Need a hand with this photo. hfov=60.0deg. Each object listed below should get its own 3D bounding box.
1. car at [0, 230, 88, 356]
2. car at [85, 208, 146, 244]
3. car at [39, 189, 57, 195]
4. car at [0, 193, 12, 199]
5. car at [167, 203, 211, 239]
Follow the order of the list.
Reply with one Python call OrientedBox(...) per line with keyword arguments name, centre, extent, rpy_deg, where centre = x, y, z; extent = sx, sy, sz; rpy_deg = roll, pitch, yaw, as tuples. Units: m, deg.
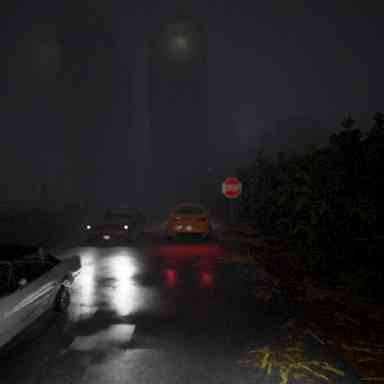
OrientedBox(name="car", centre=(-3.230, 1.556, 4.801), extent=(1.895, 1.301, 4.718), rpy_deg=(0, 1, 0))
OrientedBox(name="car", centre=(-3.290, 1.414, 15.056), extent=(1.895, 1.301, 4.718), rpy_deg=(0, 1, 0))
OrientedBox(name="car", centre=(-38.014, 0.057, 87.367), extent=(3.866, 1.878, 1.905), rpy_deg=(0, 1, -1))
OrientedBox(name="car", centre=(-37.524, 0.611, 63.172), extent=(4.611, 1.667, 2.242), rpy_deg=(0, 1, -1))
OrientedBox(name="car", centre=(-0.138, 1.283, 15.933), extent=(1.882, 1.535, 5.008), rpy_deg=(0, 1, 0))
